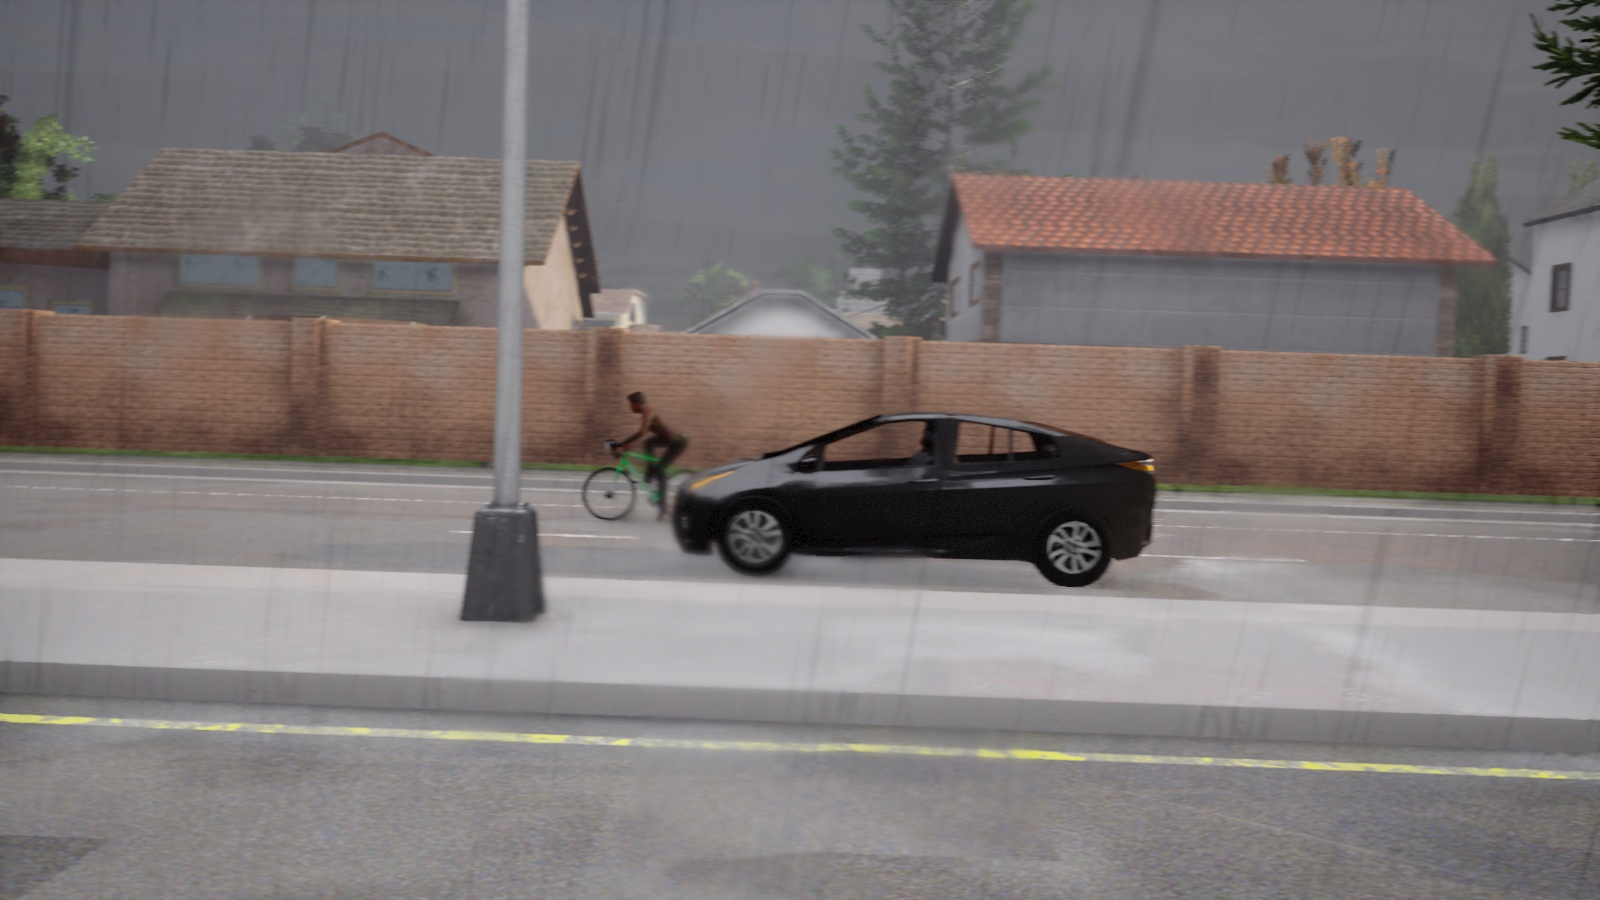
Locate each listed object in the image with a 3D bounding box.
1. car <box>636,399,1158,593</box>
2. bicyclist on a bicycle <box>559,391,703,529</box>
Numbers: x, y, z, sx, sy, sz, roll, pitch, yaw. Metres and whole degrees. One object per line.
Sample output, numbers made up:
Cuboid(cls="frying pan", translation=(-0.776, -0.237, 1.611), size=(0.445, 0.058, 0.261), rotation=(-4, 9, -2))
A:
Cuboid(cls="car", translation=(0.852, 0.364, 12.011), size=(4.514, 1.525, 2.007), rotation=(2, 2, 1))
Cuboid(cls="bicyclist on a bicycle", translation=(-2.076, 0.109, 15.547), size=(1.656, 1.620, 0.582), rotation=(2, 2, 1))
